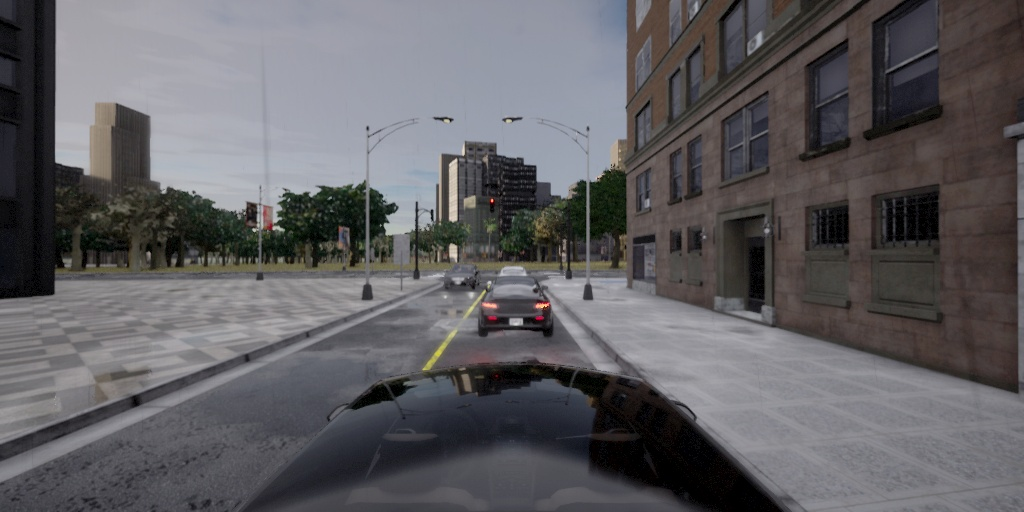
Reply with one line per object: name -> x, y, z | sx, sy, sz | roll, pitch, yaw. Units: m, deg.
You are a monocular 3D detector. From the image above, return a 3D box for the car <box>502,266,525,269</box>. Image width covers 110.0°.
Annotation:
car -> 0.064, 1.265, 19.208 | 1.812, 1.442, 4.674 | 0, 0, 0

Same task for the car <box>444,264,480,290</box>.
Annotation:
car -> -3.044, 1.238, 22.652 | 2.128, 1.511, 4.902 | 0, 0, 0

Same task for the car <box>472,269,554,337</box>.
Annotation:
car -> 0.083, 1.270, 10.148 | 1.812, 1.442, 4.674 | 0, 0, 0
